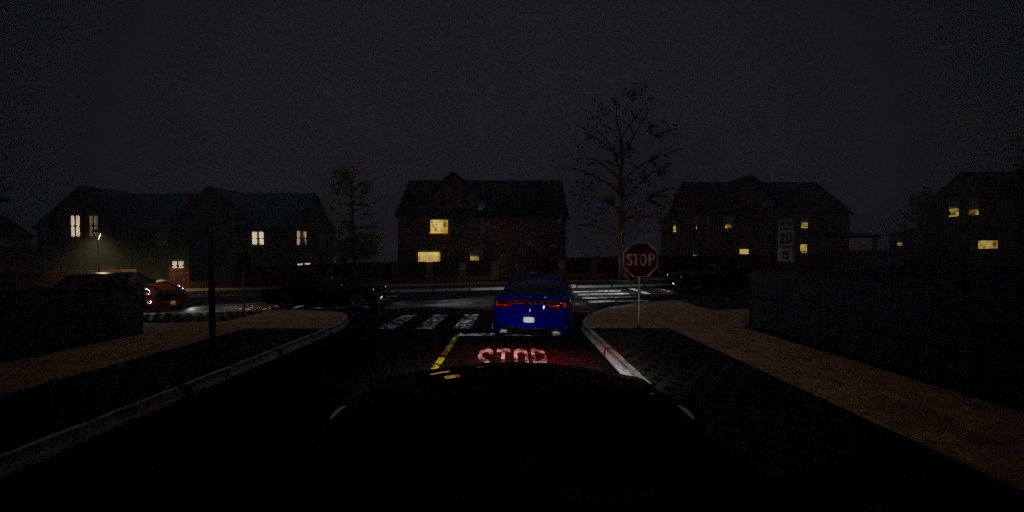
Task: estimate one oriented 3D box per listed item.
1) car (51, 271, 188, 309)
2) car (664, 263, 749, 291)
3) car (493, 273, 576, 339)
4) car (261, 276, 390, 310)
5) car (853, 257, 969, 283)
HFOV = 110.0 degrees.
[{"bbox_3d":[-16.801,1.471,15.379,4.553,1.767,2.097,-1,1,0],"label":"car"},{"bbox_3d":[10.408,1.034,18.319,4.718,1.301,1.895,-1,1,-1],"label":"car"},{"bbox_3d":[0.785,1.226,10.182,1.882,1.535,5.008,0,0,10],"label":"car"},{"bbox_3d":[-7.814,1.506,15.388,4.718,1.301,1.895,-1,1,0],"label":"car"},{"bbox_3d":[20.053,0.753,18.357,5.357,1.411,2.033,-1,1,0],"label":"car"}]
